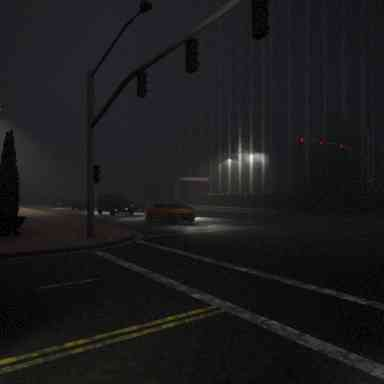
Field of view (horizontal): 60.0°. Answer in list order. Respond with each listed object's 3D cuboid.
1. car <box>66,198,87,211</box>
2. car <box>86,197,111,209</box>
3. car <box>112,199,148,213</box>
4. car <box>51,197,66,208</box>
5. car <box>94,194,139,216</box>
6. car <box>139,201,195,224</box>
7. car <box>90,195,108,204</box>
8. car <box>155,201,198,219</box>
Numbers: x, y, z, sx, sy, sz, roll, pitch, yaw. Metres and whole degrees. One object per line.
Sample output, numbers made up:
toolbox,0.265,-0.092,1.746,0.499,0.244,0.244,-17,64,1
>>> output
car,-13.528,1.491,41.076,2.128,1.511,4.902,0,0,-36
car,-13.164,1.526,46.543,1.812,1.442,4.674,0,0,-36
car,-7.228,1.547,38.346,2.033,1.411,5.357,0,0,-36
car,-19.530,1.505,49.401,1.837,1.490,4.892,0,0,-35
car,-7.687,1.221,33.019,2.150,2.045,5.566,0,0,-36
car,-1.717,1.478,24.810,1.882,1.535,5.008,0,0,-36
car,-18.610,1.478,66.272,1.882,1.535,5.008,0,0,-36
car,-1.506,1.564,30.465,1.994,1.385,4.181,0,0,-36
